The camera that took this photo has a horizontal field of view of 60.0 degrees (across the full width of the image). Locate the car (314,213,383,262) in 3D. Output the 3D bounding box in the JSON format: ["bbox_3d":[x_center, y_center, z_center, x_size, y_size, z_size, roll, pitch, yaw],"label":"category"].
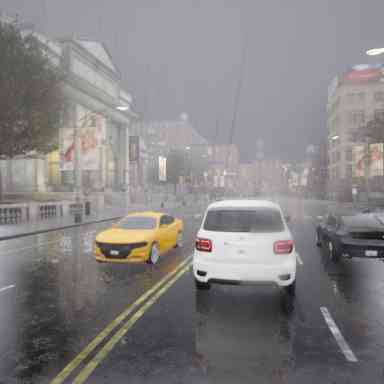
[{"bbox_3d":[5.694,1.507,12.026,1.837,1.490,4.892,0,1,12],"label":"car"}]

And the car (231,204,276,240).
[{"bbox_3d":[3.437,1.491,18.306,2.128,1.511,4.902,0,0,12],"label":"car"}]

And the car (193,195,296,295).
[{"bbox_3d":[1.471,1.221,9.001,2.150,2.045,5.566,0,0,11],"label":"car"}]

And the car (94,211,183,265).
[{"bbox_3d":[-1.691,1.477,12.018,1.882,1.535,5.008,0,0,13],"label":"car"}]
